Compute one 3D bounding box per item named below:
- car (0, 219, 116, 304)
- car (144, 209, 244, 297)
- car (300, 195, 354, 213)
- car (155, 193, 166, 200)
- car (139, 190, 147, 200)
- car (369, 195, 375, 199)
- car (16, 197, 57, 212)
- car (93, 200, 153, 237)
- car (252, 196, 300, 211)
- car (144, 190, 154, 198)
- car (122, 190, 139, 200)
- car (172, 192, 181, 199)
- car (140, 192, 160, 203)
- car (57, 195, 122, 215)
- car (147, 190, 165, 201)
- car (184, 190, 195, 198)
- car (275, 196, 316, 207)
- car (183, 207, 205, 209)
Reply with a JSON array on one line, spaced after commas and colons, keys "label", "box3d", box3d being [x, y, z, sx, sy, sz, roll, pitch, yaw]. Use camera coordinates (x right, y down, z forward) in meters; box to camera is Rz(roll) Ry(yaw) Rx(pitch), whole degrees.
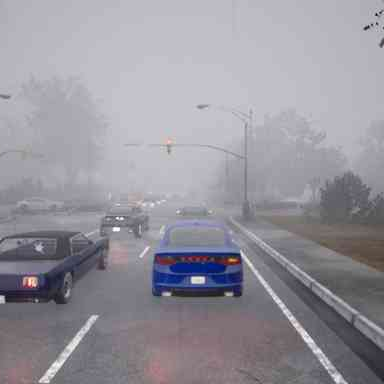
[{"label": "car", "box3d": [-3.388, 1.573, 8.020, 1.895, 1.301, 4.718, 0, 0, 0]}, {"label": "car", "box3d": [0.113, 1.446, 8.567, 1.882, 1.535, 5.008, 0, 0, 0]}, {"label": "car", "box3d": [13.345, 1.120, 32.087, 4.553, 1.767, 2.097, 0, 1, -3]}, {"label": "car", "box3d": [-6.997, 0.957, 74.320, 1.895, 1.301, 4.718, 0, 1, -1]}, {"label": "car", "box3d": [-10.474, 0.709, 63.460, 2.150, 2.045, 5.566, 0, 1, 0]}, {"label": "car", "box3d": [22.471, 1.175, 43.309, 4.892, 1.490, 1.837, 0, 1, -3]}, {"label": "car", "box3d": [-15.411, 1.277, 34.011, 4.674, 1.442, 1.812, 0, 1, -3]}, {"label": "car", "box3d": [-3.376, 1.402, 17.272, 1.837, 1.490, 4.892, 0, 0, 0]}, {"label": "car", "box3d": [8.723, 1.340, 35.339, 4.718, 1.301, 1.895, 0, 1, -3]}, {"label": "car", "box3d": [-10.806, 0.445, 84.255, 2.150, 2.045, 5.566, 0, 1, -3]}, {"label": "car", "box3d": [-10.545, 0.930, 53.876, 2.097, 1.767, 4.553, 0, 0, 1]}, {"label": "car", "box3d": [-3.483, 0.905, 74.105, 2.033, 1.411, 5.357, 0, 1, -1]}, {"label": "car", "box3d": [-7.016, 1.127, 55.487, 1.994, 1.385, 4.181, 0, 1, 0]}, {"label": "car", "box3d": [-9.381, 1.270, 30.833, 4.902, 1.511, 2.128, 0, 1, -3]}, {"label": "car", "box3d": [-6.976, 0.956, 64.295, 1.882, 1.535, 5.008, 0, 1, 0]}, {"label": "car", "box3d": [-0.354, 0.419, 85.440, 2.150, 2.045, 5.566, 0, 1, -4]}, {"label": "car", "box3d": [13.283, 1.200, 42.801, 4.674, 1.442, 1.812, 0, 1, -3]}, {"label": "car", "box3d": [0.123, 1.459, 17.549, 1.994, 1.385, 4.181, 0, 0, 0]}]
